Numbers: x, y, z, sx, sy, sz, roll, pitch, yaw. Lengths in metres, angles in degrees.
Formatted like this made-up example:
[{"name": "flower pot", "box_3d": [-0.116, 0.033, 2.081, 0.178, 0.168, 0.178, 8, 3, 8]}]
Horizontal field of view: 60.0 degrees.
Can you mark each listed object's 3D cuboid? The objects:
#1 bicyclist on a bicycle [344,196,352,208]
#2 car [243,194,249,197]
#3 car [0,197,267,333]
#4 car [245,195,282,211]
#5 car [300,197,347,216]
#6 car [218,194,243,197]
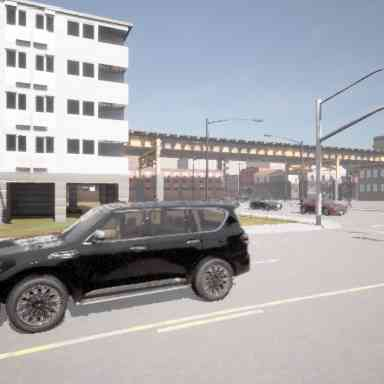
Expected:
[{"name": "bicyclist on a bicycle", "box_3d": [20.303, 1.303, 43.336, 1.656, 1.620, 0.582, 0, 0, -25]}, {"name": "car", "box_3d": [11.447, 1.525, 75.426, 2.128, 1.511, 4.902, 0, 0, 41]}, {"name": "car", "box_3d": [-1.363, 1.221, 7.008, 5.566, 2.045, 2.150, 0, 0, -28]}, {"name": "car", "box_3d": [9.116, 1.491, 41.354, 2.128, 1.511, 4.902, 0, 0, -25]}, {"name": "car", "box_3d": [13.002, 1.352, 33.087, 2.097, 1.767, 4.553, 0, 0, -25]}, {"name": "car", "box_3d": [5.219, 1.478, 50.086, 1.882, 1.535, 5.008, 0, 0, -22]}]
